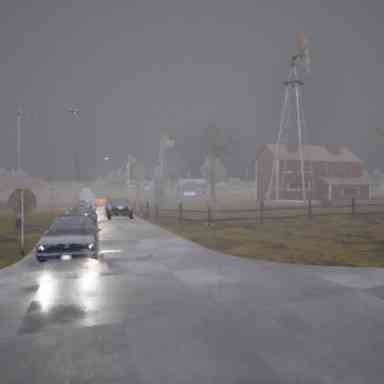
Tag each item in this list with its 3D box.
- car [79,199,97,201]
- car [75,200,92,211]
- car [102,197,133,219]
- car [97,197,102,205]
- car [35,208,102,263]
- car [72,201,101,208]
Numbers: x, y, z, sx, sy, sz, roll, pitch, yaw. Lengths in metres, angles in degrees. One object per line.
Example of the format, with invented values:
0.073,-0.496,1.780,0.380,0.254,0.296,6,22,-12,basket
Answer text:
-11.073,1.617,33.847,2.033,1.411,5.357,0,0,-18,car
-14.159,1.710,43.554,1.994,1.385,4.181,0,-1,-18,car
-6.548,1.389,29.369,2.097,1.767,4.553,0,0,-18,car
-16.516,1.672,60.275,2.097,1.767,4.553,0,-1,-18,car
-4.382,1.540,12.366,2.033,1.411,5.357,0,0,-15,car
-7.651,1.579,23.223,1.994,1.385,4.181,0,0,-18,car
